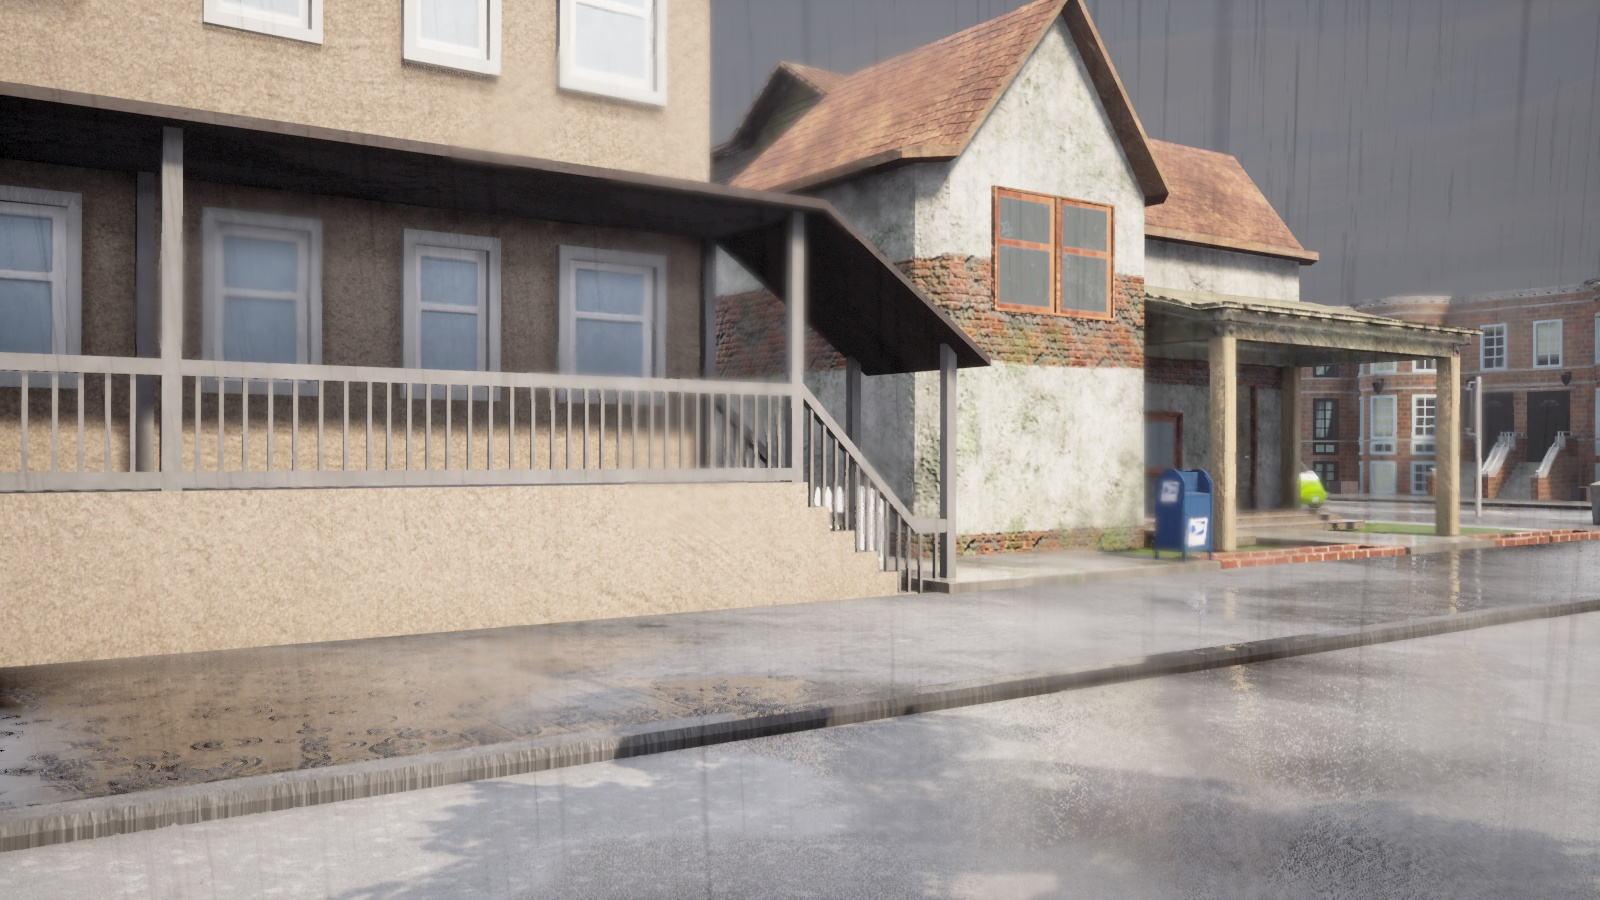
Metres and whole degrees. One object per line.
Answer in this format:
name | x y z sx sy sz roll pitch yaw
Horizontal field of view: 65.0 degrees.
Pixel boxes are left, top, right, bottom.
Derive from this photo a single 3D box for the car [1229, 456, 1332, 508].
car | 13.258 0.856 34.685 1.481 1.376 2.207 0 -1 -35
